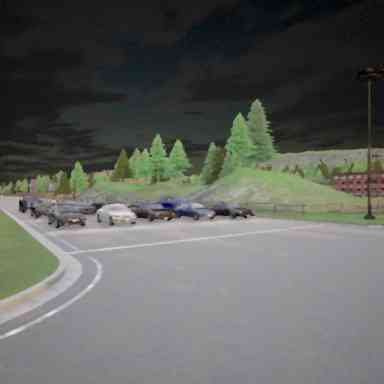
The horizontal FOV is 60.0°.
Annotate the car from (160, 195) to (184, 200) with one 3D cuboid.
[{"bbox_3d":[-2.088,1.350,38.832,2.150,2.045,5.566,0,0,-33],"label":"car"}]

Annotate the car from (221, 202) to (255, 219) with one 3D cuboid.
[{"bbox_3d":[3.315,1.638,30.190,2.033,1.411,5.357,0,0,-32],"label":"car"}]

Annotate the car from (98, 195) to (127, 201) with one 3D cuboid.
[{"bbox_3d":[-8.808,1.357,36.345,2.150,2.045,5.566,0,0,-32],"label":"car"}]

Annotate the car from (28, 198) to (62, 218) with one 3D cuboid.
[{"bbox_3d":[-14.043,1.636,31.514,1.837,1.490,4.892,0,0,-32],"label":"car"}]

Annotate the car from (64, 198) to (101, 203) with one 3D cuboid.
[{"bbox_3d":[-11.036,1.608,33.304,1.882,1.535,5.008,0,0,-32],"label":"car"}]

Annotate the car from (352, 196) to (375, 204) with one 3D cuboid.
[{"bbox_3d":[35.005,1.620,67.801,1.882,1.535,5.008,0,0,-17],"label":"car"}]

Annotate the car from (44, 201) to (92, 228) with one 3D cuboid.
[{"bbox_3d":[-8.689,1.597,22.978,1.837,1.490,4.892,0,0,-32],"label":"car"}]

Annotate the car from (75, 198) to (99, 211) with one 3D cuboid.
[{"bbox_3d":[-14.297,1.652,45.141,1.882,1.535,5.008,0,0,-32],"label":"car"}]

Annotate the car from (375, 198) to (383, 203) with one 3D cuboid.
[{"bbox_3d":[39.310,1.665,65.081,2.033,1.411,5.357,0,0,-14],"label":"car"}]

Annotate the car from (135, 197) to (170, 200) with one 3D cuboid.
[{"bbox_3d":[-4.780,1.619,36.512,2.128,1.511,4.902,0,0,-32],"label":"car"}]

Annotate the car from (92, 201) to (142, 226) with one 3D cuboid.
[{"bbox_3d":[-5.683,1.618,24.772,1.812,1.442,4.674,0,0,-32],"label":"car"}]

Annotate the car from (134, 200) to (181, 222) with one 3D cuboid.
[{"bbox_3d":[-3.376,1.644,27.679,2.033,1.411,5.357,0,0,-32],"label":"car"}]

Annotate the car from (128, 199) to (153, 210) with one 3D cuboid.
[{"bbox_3d":[-7.425,1.731,47.414,1.994,1.385,4.181,0,0,-32],"label":"car"}]

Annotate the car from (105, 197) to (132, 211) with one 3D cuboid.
[{"bbox_3d":[-9.918,1.516,44.756,2.097,1.767,4.553,0,0,-32],"label":"car"}]

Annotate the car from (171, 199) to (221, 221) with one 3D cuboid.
[{"bbox_3d":[0.171,1.618,28.614,1.812,1.442,4.674,0,0,-33],"label":"car"}]

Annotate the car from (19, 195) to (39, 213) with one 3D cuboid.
[{"bbox_3d":[-19.581,1.392,40.361,2.150,2.045,5.566,0,0,-32],"label":"car"}]
